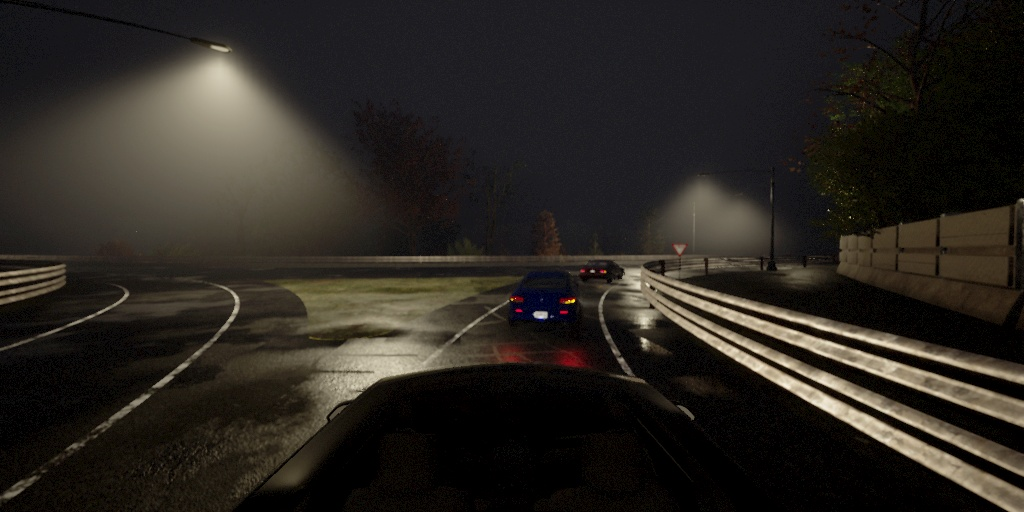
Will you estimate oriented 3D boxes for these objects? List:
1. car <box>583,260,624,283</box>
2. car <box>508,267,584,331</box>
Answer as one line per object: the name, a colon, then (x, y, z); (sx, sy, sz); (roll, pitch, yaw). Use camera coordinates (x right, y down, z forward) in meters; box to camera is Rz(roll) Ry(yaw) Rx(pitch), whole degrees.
car: (6.033, 0.937, 23.747); (2.033, 1.411, 5.357); (1, 1, 28)
car: (1.060, 1.131, 10.424); (1.812, 1.442, 4.674); (0, 1, 10)
